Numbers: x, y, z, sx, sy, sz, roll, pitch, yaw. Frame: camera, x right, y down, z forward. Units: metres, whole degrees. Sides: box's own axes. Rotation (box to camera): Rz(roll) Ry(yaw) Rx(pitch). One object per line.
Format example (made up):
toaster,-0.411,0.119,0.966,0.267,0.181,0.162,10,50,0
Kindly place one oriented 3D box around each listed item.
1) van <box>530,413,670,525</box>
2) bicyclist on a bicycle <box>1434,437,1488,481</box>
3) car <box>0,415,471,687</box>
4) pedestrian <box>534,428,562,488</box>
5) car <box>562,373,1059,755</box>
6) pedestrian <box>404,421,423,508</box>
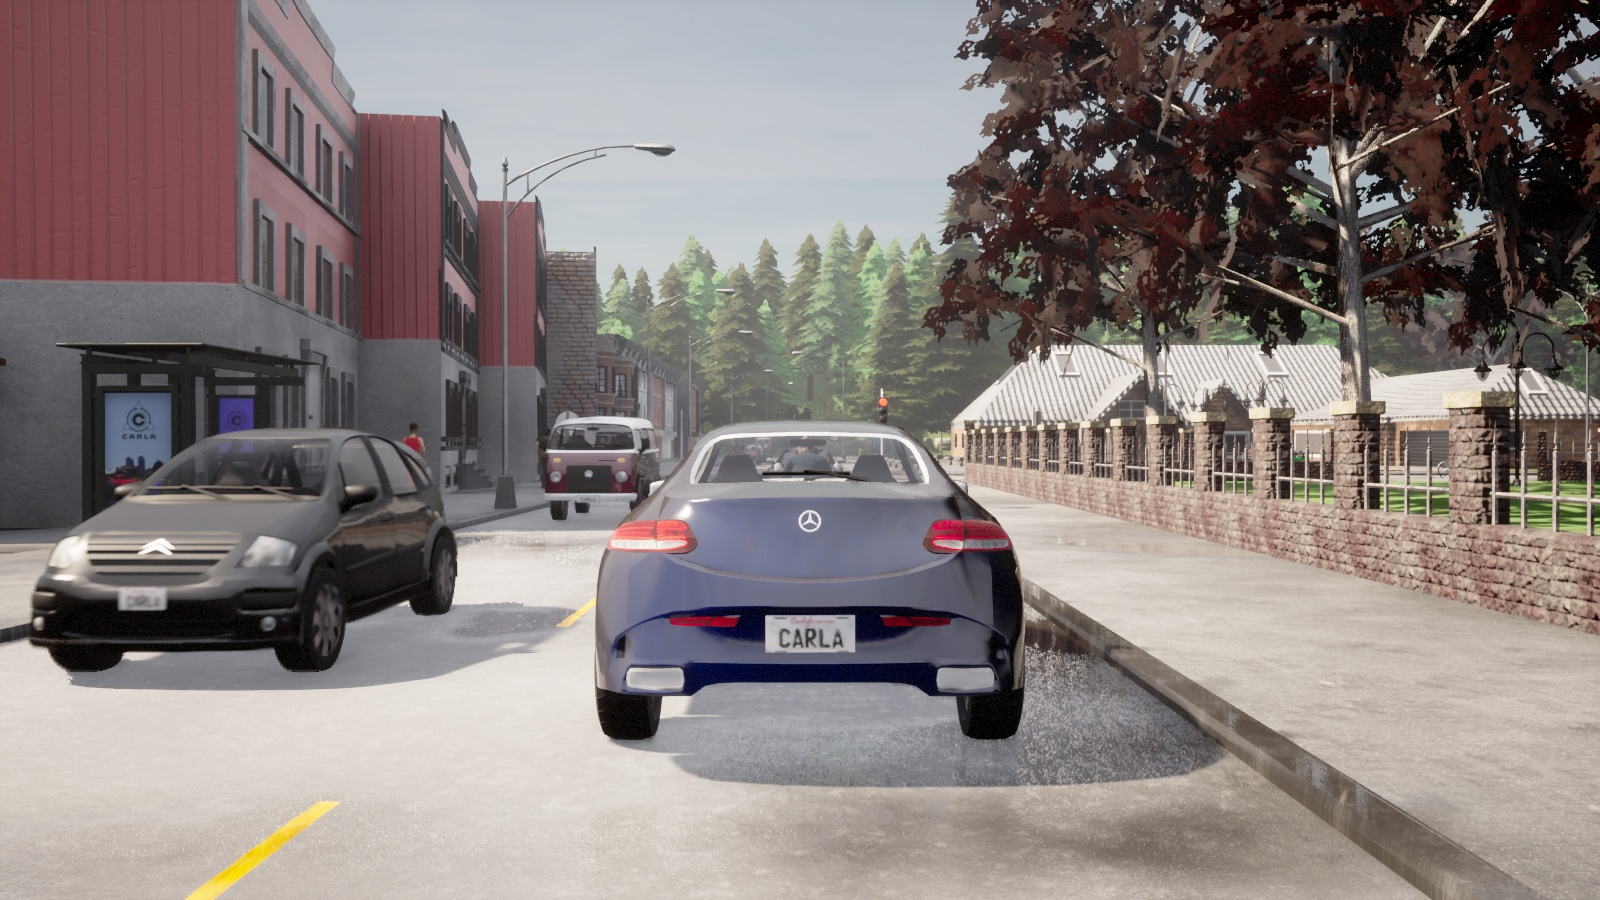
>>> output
van,-3.866,0.325,25.098,2.069,2.038,4.480,0,0,0
bicyclist on a bicycle,26.735,0.352,50.825,1.843,1.776,0.659,0,0,-1
car,-3.940,0.588,9.462,1.851,1.617,3.988,0,0,0
pedestrian,-7.624,0.230,37.964,0.328,1.805,0.869,0,0,31
car,0.053,0.480,7.945,2.152,1.651,5.027,0,0,0
pedestrian,-8.202,0.299,26.654,0.345,1.836,0.594,0,0,-14
